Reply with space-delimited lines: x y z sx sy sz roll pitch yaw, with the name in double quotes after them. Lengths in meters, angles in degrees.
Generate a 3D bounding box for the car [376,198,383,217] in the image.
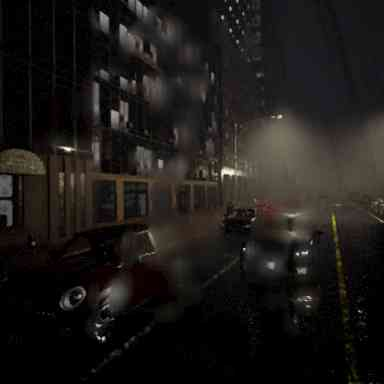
14.817 1.284 24.096 1.802 1.307 4.206 0 1 23 "car"

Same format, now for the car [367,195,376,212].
16.996 1.201 29.350 2.008 1.369 4.403 0 1 23 "car"

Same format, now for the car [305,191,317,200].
24.521 0.914 69.366 2.008 1.369 4.403 0 0 23 "car"

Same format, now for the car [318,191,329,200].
27.804 0.673 70.279 2.097 1.767 4.553 -1 0 23 "car"

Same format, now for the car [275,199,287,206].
4.905 1.373 22.073 1.887 1.381 4.507 0 1 23 "car"

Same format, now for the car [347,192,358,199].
34.432 0.785 71.388 1.887 1.381 4.507 0 0 23 "car"

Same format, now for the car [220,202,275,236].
2.725 1.432 16.818 2.008 1.369 4.403 0 1 23 "car"

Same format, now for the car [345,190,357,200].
32.251 0.605 66.131 2.192 1.841 5.009 0 0 23 "car"

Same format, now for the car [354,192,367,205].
23.534 1.061 45.114 1.947 1.339 4.313 0 0 23 "car"

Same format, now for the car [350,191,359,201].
27.958 0.916 55.780 1.752 1.417 4.829 0 0 23 "car"

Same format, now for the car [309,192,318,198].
31.059 0.765 85.131 2.008 1.369 4.403 0 0 23 "car"

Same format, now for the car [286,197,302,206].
11.444 1.216 37.837 1.887 1.381 4.507 0 1 23 "car"

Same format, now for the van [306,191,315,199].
26.699 0.654 74.619 1.690 1.788 3.998 0 0 23 "van"

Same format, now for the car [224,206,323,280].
2.774 1.409 9.932 2.128 1.511 4.902 -1 0 22 "car"

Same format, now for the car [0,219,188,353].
-1.634 1.428 6.308 1.967 1.590 4.097 0 1 23 "car"
